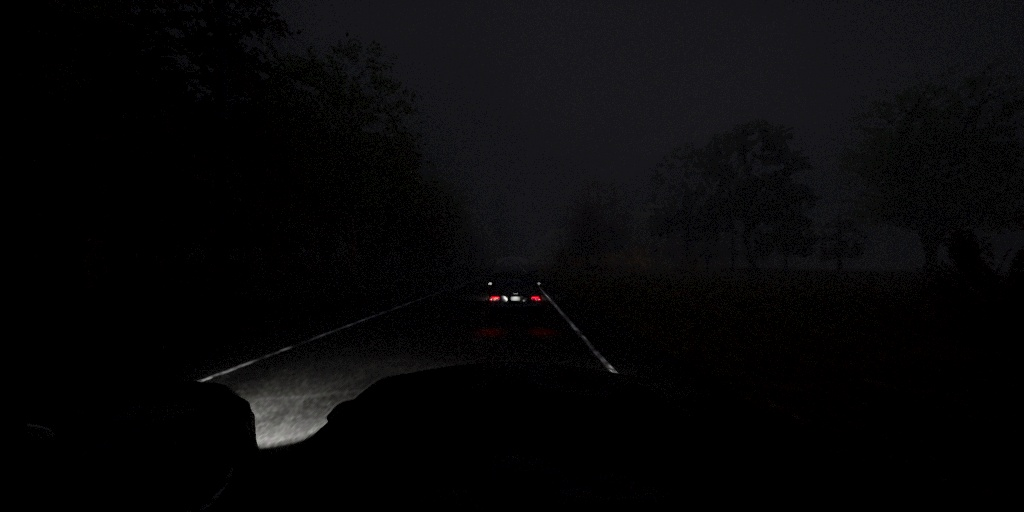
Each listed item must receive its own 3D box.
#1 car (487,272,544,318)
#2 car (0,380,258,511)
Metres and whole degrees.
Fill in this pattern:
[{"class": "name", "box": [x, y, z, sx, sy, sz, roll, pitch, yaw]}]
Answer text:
[{"class": "car", "box": [0.096, 1.303, 13.030, 2.033, 1.411, 5.357, 0, 0, 0]}, {"class": "car", "box": [-3.311, 1.313, 1.514, 1.994, 1.385, 4.181, 0, 0, 1]}]
